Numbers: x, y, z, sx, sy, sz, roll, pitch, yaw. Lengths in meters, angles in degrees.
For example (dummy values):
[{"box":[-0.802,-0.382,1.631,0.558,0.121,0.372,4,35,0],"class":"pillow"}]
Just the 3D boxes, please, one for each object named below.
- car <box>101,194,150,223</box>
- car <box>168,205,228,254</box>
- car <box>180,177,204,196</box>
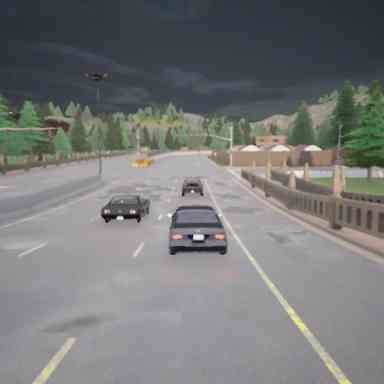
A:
[{"box":[-3.409,0.775,17.992,1.895,1.301,4.718,0,5,0],"class":"car"},{"box":[0.112,1.158,11.716,2.033,1.411,5.357,0,3,-2],"class":"car"},{"box":[0.038,-0.602,29.731,1.837,1.490,4.892,0,8,0],"class":"car"}]
